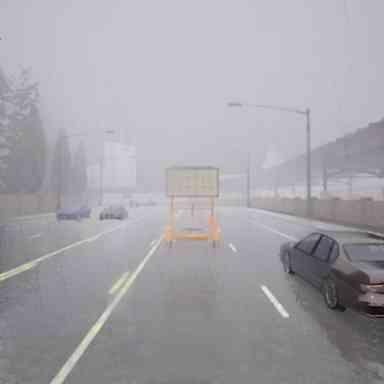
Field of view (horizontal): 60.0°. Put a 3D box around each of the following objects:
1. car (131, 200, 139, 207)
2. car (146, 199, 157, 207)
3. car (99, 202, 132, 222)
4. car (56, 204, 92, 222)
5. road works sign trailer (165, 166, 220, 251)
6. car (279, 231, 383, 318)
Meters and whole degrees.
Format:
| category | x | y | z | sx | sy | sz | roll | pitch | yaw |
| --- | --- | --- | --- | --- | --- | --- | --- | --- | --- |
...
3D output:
| category | x | y | z | sx | sy | sz | roll | pitch | yaw |
| --- | --- | --- | --- | --- | --- | --- | --- | --- | --- |
| car | -12.217 | 2.441 | 70.736 | 2.128 | 1.511 | 4.902 | 0 | -2 | -10 |
| car | -8.657 | 2.275 | 70.771 | 2.097 | 1.767 | 4.553 | 0 | -2 | -10 |
| car | -7.068 | 1.922 | 30.319 | 1.994 | 1.385 | 4.181 | 0 | -1 | 0 |
| car | -10.569 | 1.833 | 30.091 | 1.882 | 1.535 | 5.008 | 0 | -1 | 0 |
| road works sign trailer | 0.013 | 0.643 | 15.036 | 2.380 | 3.560 | 2.880 | 0 | -1 | 0 |
| car | 3.606 | 1.642 | 7.879 | 2.033 | 1.411 | 5.357 | 0 | -1 | 0 |
